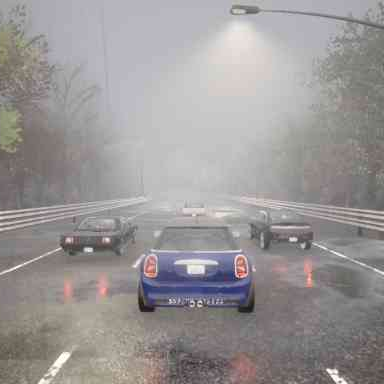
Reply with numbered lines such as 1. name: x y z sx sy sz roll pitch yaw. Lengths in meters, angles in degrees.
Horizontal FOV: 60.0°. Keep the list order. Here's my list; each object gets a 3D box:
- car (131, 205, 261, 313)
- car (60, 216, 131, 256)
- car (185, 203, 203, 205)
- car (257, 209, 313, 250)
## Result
1. car: 0.113 1.350 7.837 2.097 1.767 4.553 0 0 1
2. car: -3.369 1.596 13.072 1.895 1.301 4.718 0 0 0
3. car: 0.171 1.581 29.111 1.895 1.301 4.718 0 0 0
4. car: 3.634 1.486 14.325 2.128 1.511 4.902 0 0 0
